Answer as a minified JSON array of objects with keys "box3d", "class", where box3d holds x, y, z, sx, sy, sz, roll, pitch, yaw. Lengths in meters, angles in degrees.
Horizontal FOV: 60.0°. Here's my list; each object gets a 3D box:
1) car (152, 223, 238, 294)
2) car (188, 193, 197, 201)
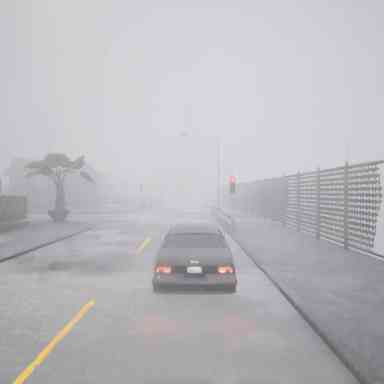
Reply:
[{"box3d":[0.070,1.547,8.911,2.033,1.411,5.357,0,0,1],"class":"car"},{"box3d":[0.065,1.221,87.015,2.150,2.045,5.566,0,0,0],"class":"car"}]
